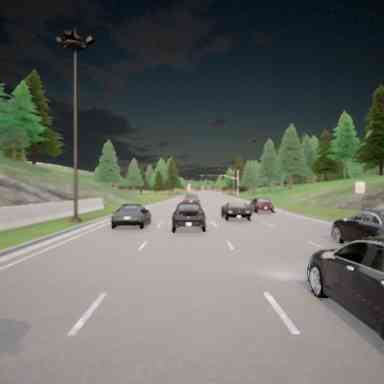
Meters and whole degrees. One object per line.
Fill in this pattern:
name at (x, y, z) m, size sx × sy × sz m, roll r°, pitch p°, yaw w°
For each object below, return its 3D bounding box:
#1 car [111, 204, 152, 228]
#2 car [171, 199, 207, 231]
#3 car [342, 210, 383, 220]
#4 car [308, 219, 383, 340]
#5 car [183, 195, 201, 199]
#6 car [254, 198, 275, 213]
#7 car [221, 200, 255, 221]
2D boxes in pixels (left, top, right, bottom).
car at (-3.692, 1.413, 20.694) m, size 1.994 × 1.385 × 4.181 m, roll 0°, pitch 0°, yaw -1°
car at (-0.178, 1.362, 19.284) m, size 1.837 × 1.490 × 4.892 m, roll 0°, pitch 0°, yaw -1°
car at (6.898, 1.395, 12.300) m, size 2.128 × 1.511 × 4.902 m, roll 0°, pitch 0°, yaw -1°
car at (3.475, 1.461, 5.439) m, size 1.837 × 1.490 × 4.892 m, roll 0°, pitch 0°, yaw -1°
car at (-0.028, 1.068, 38.446) m, size 2.097 × 1.767 × 4.553 m, roll 0°, pitch 0°, yaw 1°
car at (6.830, 1.278, 32.926) m, size 1.812 × 1.442 × 4.674 m, roll 0°, pitch 0°, yaw 1°
car at (3.280, 1.411, 25.436) m, size 1.895 × 1.301 × 4.718 m, roll 0°, pitch 0°, yaw 0°
